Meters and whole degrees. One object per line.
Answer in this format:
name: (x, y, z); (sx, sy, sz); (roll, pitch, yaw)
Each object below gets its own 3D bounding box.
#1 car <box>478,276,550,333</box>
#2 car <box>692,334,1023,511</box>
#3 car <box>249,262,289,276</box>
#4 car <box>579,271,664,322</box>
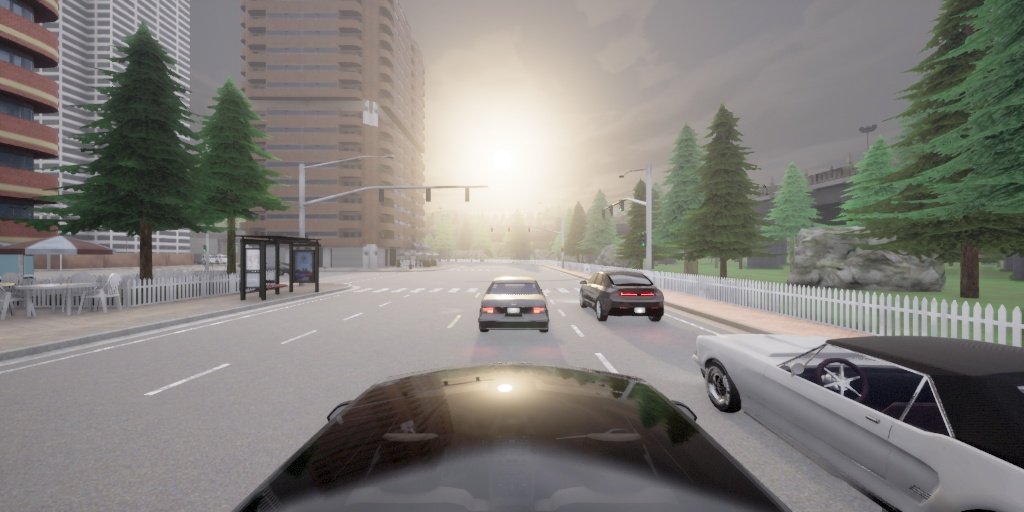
car: (0.078, 1.297, 10.764); (2.033, 1.411, 5.357); (0, 0, 1)
car: (3.513, 1.351, 3.090); (1.895, 1.301, 4.718); (0, 0, 1)
car: (-25.114, 1.331, 37.742); (4.674, 1.442, 1.812); (0, 0, 0)
car: (3.565, 1.255, 12.353); (1.837, 1.490, 4.892); (0, 0, 1)
